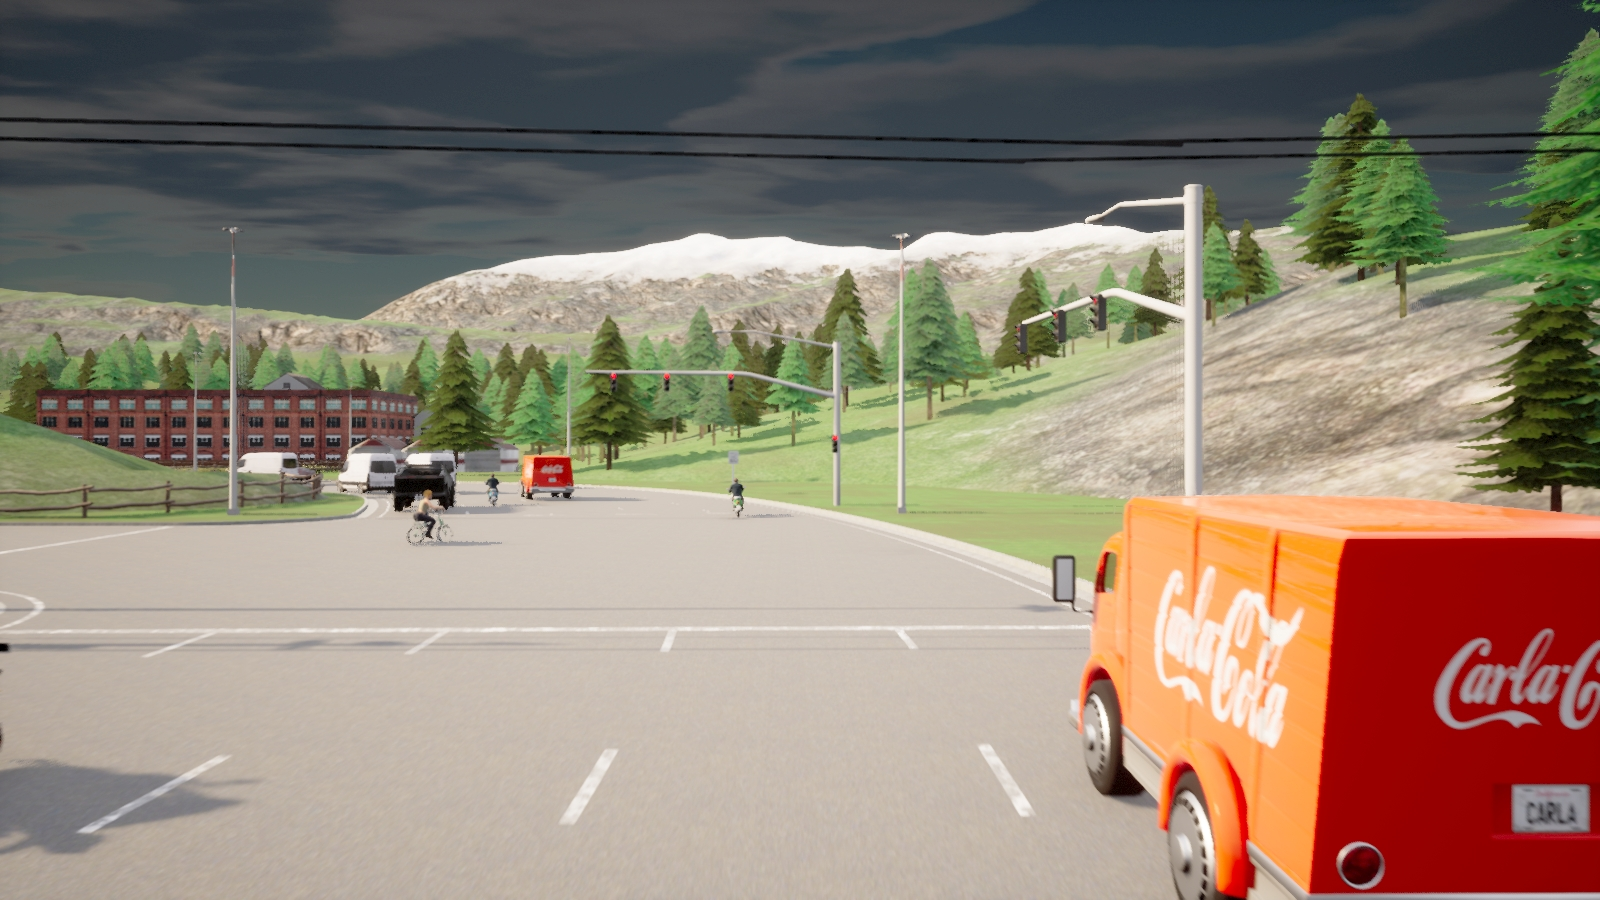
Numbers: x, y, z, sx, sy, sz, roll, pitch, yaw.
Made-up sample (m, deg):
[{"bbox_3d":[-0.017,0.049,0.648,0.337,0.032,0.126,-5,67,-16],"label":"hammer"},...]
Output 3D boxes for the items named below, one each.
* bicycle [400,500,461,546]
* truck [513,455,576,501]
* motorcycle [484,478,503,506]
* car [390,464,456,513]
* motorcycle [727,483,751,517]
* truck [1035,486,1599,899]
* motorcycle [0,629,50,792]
[{"bbox_3d":[-10.964,2.148,33.915,0.859,1.276,1.487,-1,-1,44],"label":"bicycle"},{"bbox_3d":[-14.716,1.550,65.646,2.627,2.467,5.204,0,0,-23],"label":"truck"},{"bbox_3d":[-15.553,2.125,57.929,0.856,1.316,1.805,-1,0,-17],"label":"motorcycle"},{"bbox_3d":[-17.615,1.737,53.694,2.390,2.098,6.274,0,0,-13],"label":"car"},{"bbox_3d":[-2.610,2.128,48.576,0.856,1.316,1.805,-5,0,-5],"label":"motorcycle"},{"bbox_3d":[3.485,1.565,7.846,2.627,2.467,5.204,0,0,-1],"label":"truck"},{"bbox_3d":[-7.039,2.202,8.972,0.867,1.251,2.209,0,0,-1],"label":"motorcycle"}]
